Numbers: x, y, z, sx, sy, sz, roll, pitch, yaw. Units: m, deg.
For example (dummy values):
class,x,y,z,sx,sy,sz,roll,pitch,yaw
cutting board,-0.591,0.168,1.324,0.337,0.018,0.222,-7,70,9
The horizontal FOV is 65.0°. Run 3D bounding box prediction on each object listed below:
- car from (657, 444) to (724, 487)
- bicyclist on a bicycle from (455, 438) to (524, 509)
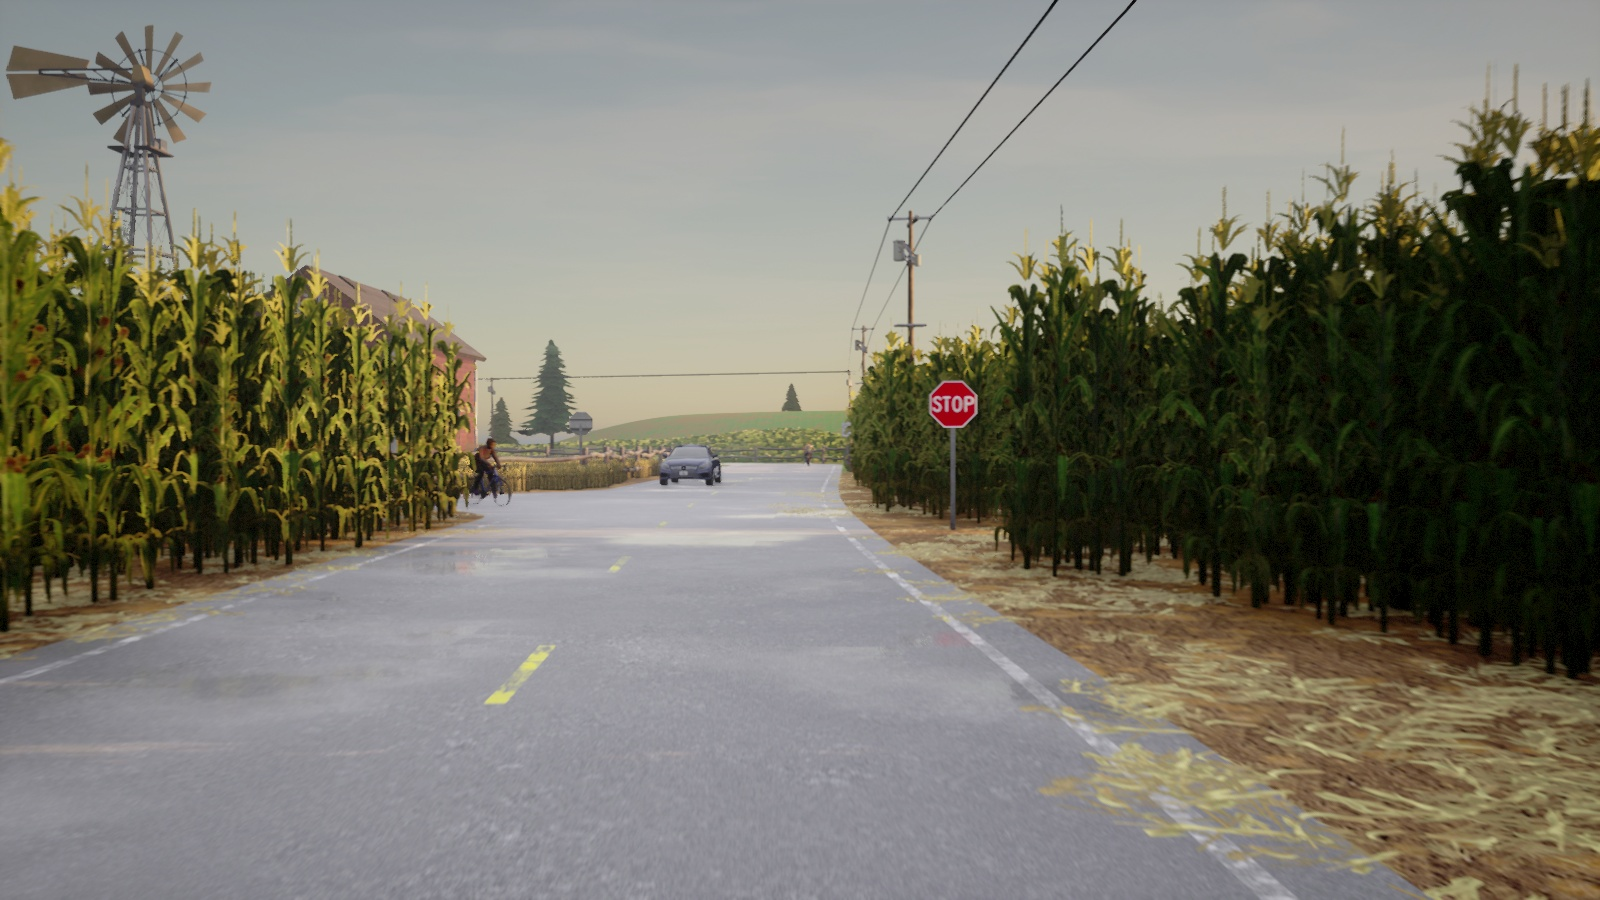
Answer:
class,x,y,z,sx,sy,sz,roll,pitch,yaw
car,-3.871,0.516,45.169,1.812,1.442,4.674,0,1,2
bicyclist on a bicycle,-7.321,0.529,29.590,1.656,1.620,0.582,1,2,34
